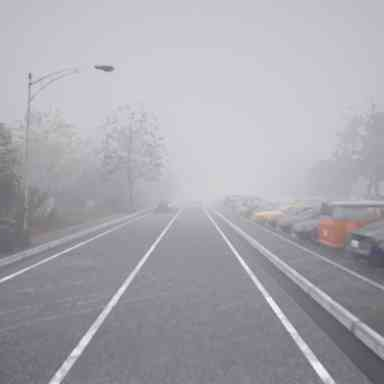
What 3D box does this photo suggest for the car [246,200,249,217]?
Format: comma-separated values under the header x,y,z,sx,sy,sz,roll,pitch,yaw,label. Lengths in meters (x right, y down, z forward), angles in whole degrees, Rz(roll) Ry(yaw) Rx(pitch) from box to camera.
x,y,z,sx,sy,sz,roll,pitch,yaw,label
7.081,1.579,26.221,4.892,1.521,2.231,0,0,0,car

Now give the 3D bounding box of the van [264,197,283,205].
x,y,z,sx,sy,sz,roll,pitch,yaw,label
20.576,2.197,84.318,4.442,1.987,1.878,0,-2,0,van

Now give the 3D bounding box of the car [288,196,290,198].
x,y,z,sx,sy,sz,roll,pitch,yaw,label
20.336,1.941,62.039,4.892,1.521,2.231,0,-1,0,car

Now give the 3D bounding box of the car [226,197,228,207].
x,y,z,sx,sy,sz,roll,pitch,yaw,label
7.164,1.693,42.878,4.674,1.452,2.002,0,0,0,car

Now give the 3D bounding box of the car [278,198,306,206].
x,y,z,sx,sy,sz,roll,pitch,yaw,label
20.366,2.056,67.704,5.008,1.535,2.097,0,-1,0,car

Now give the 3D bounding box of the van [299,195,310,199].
x,y,z,sx,sy,sz,roll,pitch,yaw,label
20.181,1.543,53.737,4.442,1.987,1.878,0,-1,0,van

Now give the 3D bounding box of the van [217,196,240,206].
x,y,z,sx,sy,sz,roll,pitch,yaw,label
7.409,1.837,67.844,4.442,1.987,1.878,0,-1,0,van

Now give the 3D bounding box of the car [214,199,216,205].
x,y,z,sx,sy,sz,roll,pitch,yaw,label
7.283,2.005,65.064,5.008,1.535,2.097,0,-1,0,car

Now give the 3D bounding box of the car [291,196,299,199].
x,y,z,sx,sy,sz,roll,pitch,yaw,label
20.128,1.823,56.500,5.366,1.575,1.946,0,-1,0,car

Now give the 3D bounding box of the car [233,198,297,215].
x,y,z,sx,sy,sz,roll,pitch,yaw,label
6.918,1.600,31.774,5.366,1.575,1.946,0,0,0,car

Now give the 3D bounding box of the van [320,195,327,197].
x,y,z,sx,sy,sz,roll,pitch,yaw,label
20.371,1.434,45.442,4.442,1.987,1.878,0,0,0,van

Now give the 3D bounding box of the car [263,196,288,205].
x,y,z,sx,sy,sz,roll,pitch,yaw,label
20.471,2.095,81.428,5.566,2.045,2.435,0,-2,0,car

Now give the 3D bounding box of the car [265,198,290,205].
x,y,z,sx,sy,sz,roll,pitch,yaw,label
20.244,2.281,78.656,5.366,1.575,1.946,0,-1,0,car

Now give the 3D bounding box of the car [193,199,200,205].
x,y,z,sx,sy,sz,roll,pitch,yaw,label
1.296,2.618,89.830,1.882,1.535,5.008,0,-2,0,car

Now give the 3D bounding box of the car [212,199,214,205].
x,y,z,sx,sy,sz,roll,pitch,yaw,label
7.351,2.206,73.389,4.792,1.488,2.163,0,-1,0,car

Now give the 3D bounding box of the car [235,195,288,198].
x,y,z,sx,sy,sz,roll,pitch,yaw,label
7.087,1.490,34.550,4.553,1.767,2.185,0,0,0,car

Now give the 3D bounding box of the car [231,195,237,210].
x,y,z,sx,sy,sz,roll,pitch,yaw,label
7.101,1.503,37.326,4.553,1.767,2.185,0,0,0,car

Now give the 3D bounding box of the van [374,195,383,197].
x,y,z,sx,sy,sz,roll,pitch,yaw,label
20.300,1.373,31.716,4.442,1.987,1.878,0,0,0,van

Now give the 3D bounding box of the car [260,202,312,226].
x,y,z,sx,sy,sz,roll,pitch,yaw,label
7.016,1.583,20.669,4.792,1.488,2.163,0,0,0,car

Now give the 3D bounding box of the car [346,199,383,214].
x,y,z,sx,sy,sz,roll,pitch,yaw,label
20.206,1.623,37.131,5.008,1.535,2.097,0,0,0,car

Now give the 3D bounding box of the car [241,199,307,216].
x,y,z,sx,sy,sz,roll,pitch,yaw,label
7.083,1.592,28.997,4.892,1.521,2.231,0,0,0,car

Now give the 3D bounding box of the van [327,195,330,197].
x,y,z,sx,sy,sz,roll,pitch,yaw,label
20.358,1.422,42.797,4.442,1.987,1.878,0,0,0,van

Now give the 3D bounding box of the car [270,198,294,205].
x,y,z,sx,sy,sz,roll,pitch,yaw,label
20.408,2.226,75.888,4.892,1.521,2.231,0,-1,0,car

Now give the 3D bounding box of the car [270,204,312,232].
x,y,z,sx,sy,sz,roll,pitch,yaw,label
7.002,1.570,17.893,4.792,1.488,2.163,0,0,0,car

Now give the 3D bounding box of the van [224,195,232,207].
x,y,z,sx,sy,sz,roll,pitch,yaw,label
7.059,1.440,45.656,4.442,1.987,1.878,0,0,0,van

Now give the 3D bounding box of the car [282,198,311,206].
x,y,z,sx,sy,sz,roll,pitch,yaw,label
20.351,1.997,64.809,5.008,1.535,2.097,0,-1,0,car

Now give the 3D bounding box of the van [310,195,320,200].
x,y,z,sx,sy,sz,roll,pitch,yaw,label
20.154,1.447,48.346,4.442,1.987,1.878,0,-1,0,van

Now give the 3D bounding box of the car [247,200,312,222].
x,y,z,sx,sy,sz,roll,pitch,yaw,label
6.875,1.563,23.446,5.366,1.575,1.946,0,0,0,car

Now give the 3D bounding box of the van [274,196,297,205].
x,y,z,sx,sy,sz,roll,pitch,yaw,label
20.517,1.942,73.122,4.442,1.987,1.878,0,-1,0,van

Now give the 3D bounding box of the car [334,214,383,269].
x,y,z,sx,sy,sz,roll,pitch,yaw,label
7.017,1.533,9.564,4.792,1.488,2.163,0,0,0,car

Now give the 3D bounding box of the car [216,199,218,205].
x,y,z,sx,sy,sz,roll,pitch,yaw,label
7.219,1.921,59.514,4.792,1.488,2.163,0,-1,0,car

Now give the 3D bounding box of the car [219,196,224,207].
x,y,z,sx,sy,sz,roll,pitch,yaw,label
7.219,1.427,48.431,5.566,2.045,2.435,0,0,0,car

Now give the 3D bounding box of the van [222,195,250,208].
x,y,z,sx,sy,sz,roll,pitch,yaw,label
7.103,1.551,53.967,4.442,1.987,1.878,0,-1,0,van

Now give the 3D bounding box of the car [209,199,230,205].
x,y,z,sx,sy,sz,roll,pitch,yaw,label
7.208,2.508,87.253,5.366,1.575,1.946,0,-2,0,car

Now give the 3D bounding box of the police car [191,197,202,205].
x,y,z,sx,sy,sz,roll,pitch,yaw,label
1.221,2.131,73.923,1.930,1.638,5.238,0,-1,0,police car

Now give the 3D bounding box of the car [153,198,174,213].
x,y,z,sx,sy,sz,roll,pitch,yaw,label
-3.246,1.509,38.857,2.097,1.767,4.553,0,-1,0,car

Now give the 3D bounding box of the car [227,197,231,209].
x,y,z,sx,sy,sz,roll,pitch,yaw,label
7.142,1.641,40.102,5.008,1.535,2.097,0,0,0,car

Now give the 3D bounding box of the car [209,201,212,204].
x,y,z,sx,sy,sz,roll,pitch,yaw,label
7.307,1.983,76.171,5.566,2.045,2.435,0,-1,0,car

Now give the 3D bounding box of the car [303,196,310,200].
x,y,z,sx,sy,sz,roll,pitch,yaw,label
20.289,1.712,50.962,5.008,1.535,2.097,0,-1,0,car

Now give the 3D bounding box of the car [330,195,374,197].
x,y,z,sx,sy,sz,roll,pitch,yaw,label
20.198,1.385,40.027,5.566,2.045,2.435,0,0,0,car

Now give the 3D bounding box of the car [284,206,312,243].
x,y,z,sx,sy,sz,roll,pitch,yaw,label
6.987,1.558,15.117,4.792,1.488,2.163,0,0,0,car

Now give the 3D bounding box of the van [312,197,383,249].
x,y,z,sx,sy,sz,roll,pitch,yaw,label
7.118,1.290,12.341,4.442,1.987,1.878,0,0,0,van

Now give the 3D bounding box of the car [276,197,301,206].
x,y,z,sx,sy,sz,roll,pitch,yaw,label
20.354,1.985,70.352,4.553,1.767,2.185,0,-1,0,car
